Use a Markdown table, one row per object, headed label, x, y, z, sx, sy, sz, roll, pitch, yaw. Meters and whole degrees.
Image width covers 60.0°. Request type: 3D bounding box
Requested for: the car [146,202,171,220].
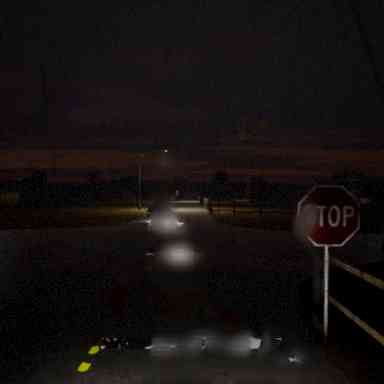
| label | x | y | z | sx | sy | sz | roll | pitch | yaw |
| --- | --- | --- | --- | --- | --- | --- | --- | --- | --- |
| car | -2.788 | 1.595 | 28.731 | 1.812 | 1.442 | 4.674 | 0 | 1 | 0 |
